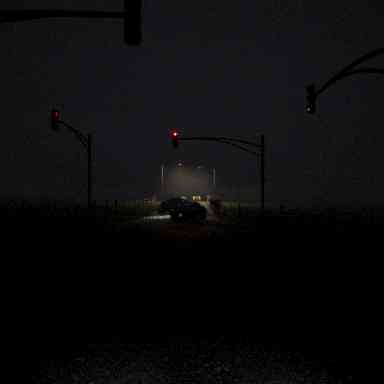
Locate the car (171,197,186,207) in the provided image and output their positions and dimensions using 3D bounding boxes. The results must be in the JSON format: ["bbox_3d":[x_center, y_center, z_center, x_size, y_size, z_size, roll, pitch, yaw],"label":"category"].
[{"bbox_3d":[-2.122,1.556,53.805,2.033,1.411,5.357,0,0,1],"label":"car"}]

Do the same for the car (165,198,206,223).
[{"bbox_3d":[-0.202,1.479,25.858,1.882,1.535,5.008,1,0,14],"label":"car"}]

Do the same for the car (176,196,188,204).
[{"bbox_3d":[-1.924,1.575,63.810,1.994,1.385,4.181,0,0,2],"label":"car"}]

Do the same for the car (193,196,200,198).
[{"bbox_3d":[1.065,1.611,75.952,1.895,1.301,4.718,0,0,1],"label":"car"}]

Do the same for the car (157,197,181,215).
[{"bbox_3d":[-2.414,1.551,34.180,2.033,1.411,5.357,0,0,0],"label":"car"}]
